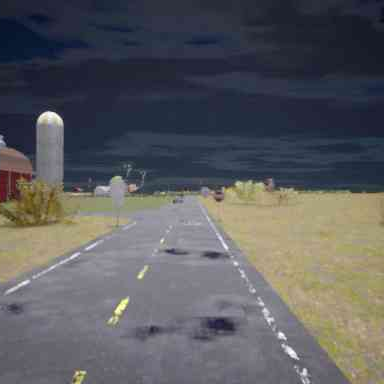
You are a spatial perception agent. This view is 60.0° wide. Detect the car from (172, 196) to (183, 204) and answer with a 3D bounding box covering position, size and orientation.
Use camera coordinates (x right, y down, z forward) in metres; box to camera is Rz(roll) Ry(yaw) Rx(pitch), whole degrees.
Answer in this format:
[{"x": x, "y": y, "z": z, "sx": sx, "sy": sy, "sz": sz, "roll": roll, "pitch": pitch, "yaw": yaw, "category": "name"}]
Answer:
[{"x": -2.743, "y": 1.548, "z": 65.541, "sx": 1.994, "sy": 1.385, "sz": 4.181, "roll": 0, "pitch": 0, "yaw": 0, "category": "car"}]
